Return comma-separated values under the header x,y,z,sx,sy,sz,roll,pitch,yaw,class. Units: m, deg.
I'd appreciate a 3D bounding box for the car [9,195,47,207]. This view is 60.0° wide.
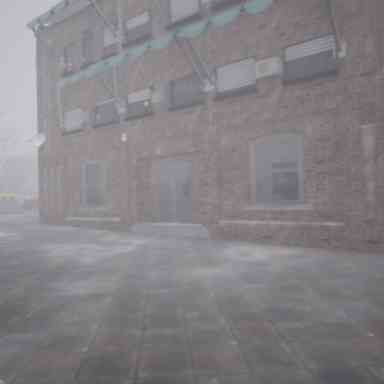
x,y,z,sx,sy,sz,roll,pitch,yaw,class
-24.405,1.338,49.501,4.892,1.521,2.231,-2,2,24,car

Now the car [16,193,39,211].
x,y,z,sx,sy,sz,roll,pitch,yaw,class
-16.391,1.060,37.117,5.566,2.045,2.435,-2,2,24,car

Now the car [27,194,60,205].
x,y,z,sx,sy,sz,roll,pitch,yaw,class
-23.287,1.219,52.055,4.674,1.452,2.002,-2,2,24,car

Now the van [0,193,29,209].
x,y,z,sx,sy,sz,roll,pitch,yaw,class
-25.417,1.260,46.886,4.442,1.987,1.878,-2,2,24,van
